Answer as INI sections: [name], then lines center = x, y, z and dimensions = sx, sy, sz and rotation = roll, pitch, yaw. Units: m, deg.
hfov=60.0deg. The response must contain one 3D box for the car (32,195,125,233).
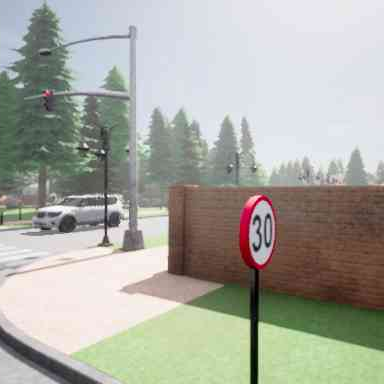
[car]
center = -6.518, 1.192, 19.858
dimensions = 2.150, 2.045, 5.566
rotation = 0, 0, 34
